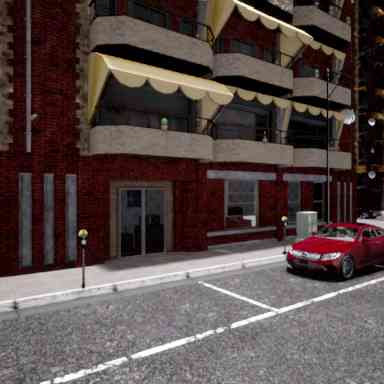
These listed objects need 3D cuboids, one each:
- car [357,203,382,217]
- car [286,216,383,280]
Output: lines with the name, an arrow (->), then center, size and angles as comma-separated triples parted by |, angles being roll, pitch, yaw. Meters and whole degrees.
car -> 15.877, 1.808, 32.542 | 1.837, 1.490, 4.892 | 0, -1, -36
car -> 4.631, 1.582, 9.914 | 4.206, 1.307, 1.802 | 0, 0, -35
